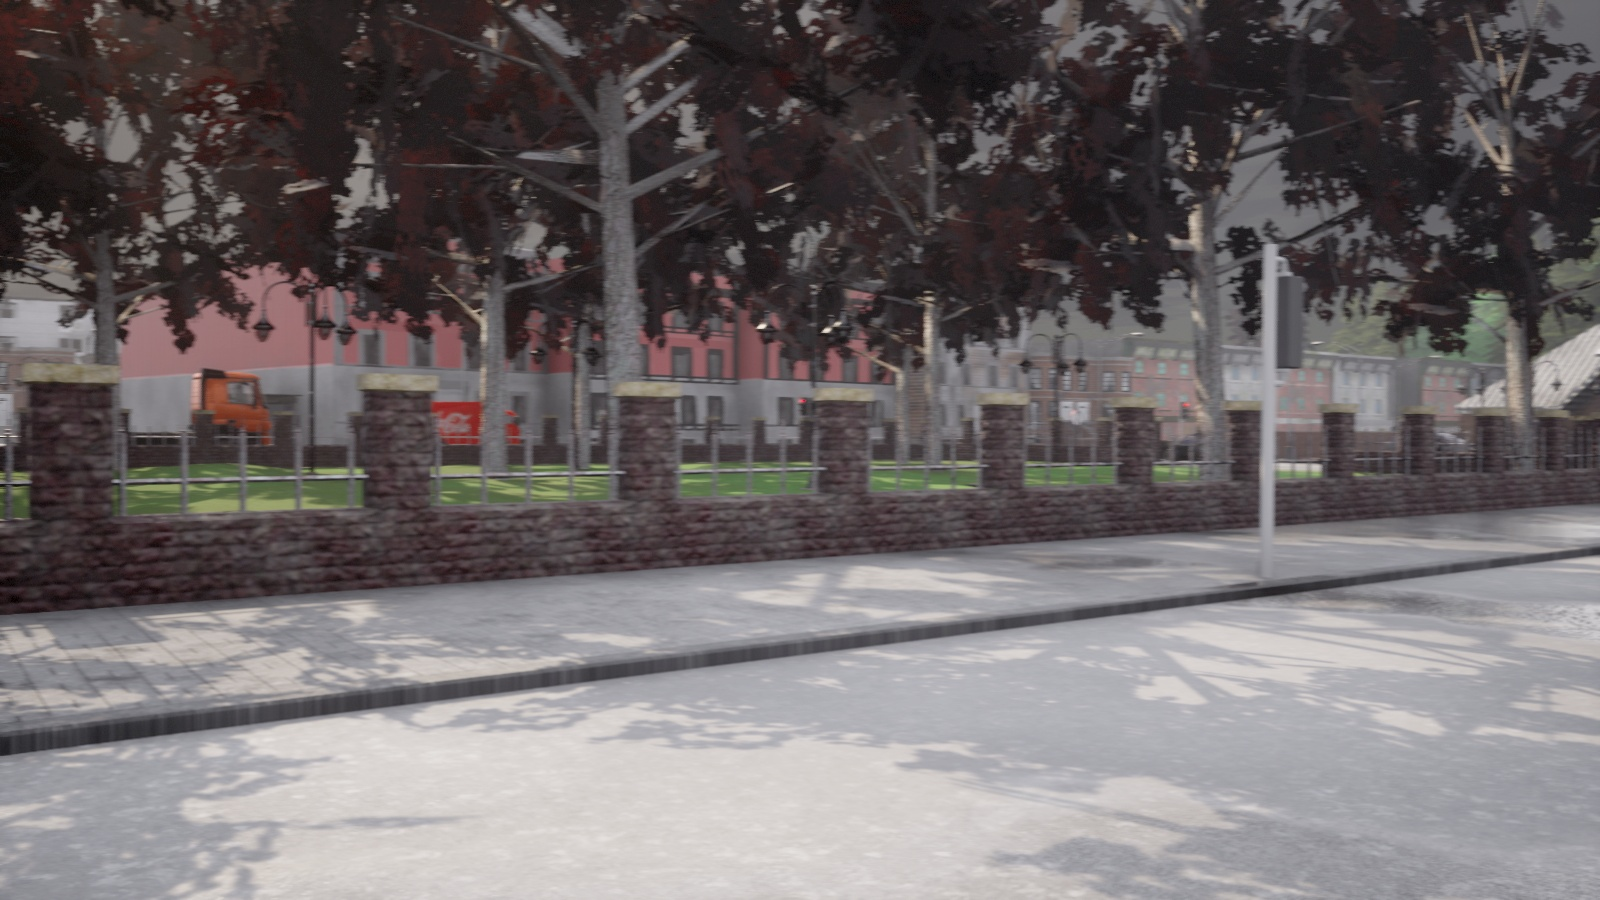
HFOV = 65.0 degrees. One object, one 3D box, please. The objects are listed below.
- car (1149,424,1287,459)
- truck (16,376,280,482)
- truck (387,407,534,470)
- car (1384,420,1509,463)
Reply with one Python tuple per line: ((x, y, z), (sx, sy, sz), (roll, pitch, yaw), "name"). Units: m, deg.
((17.818, -0.369, 53.806), (2.033, 1.411, 5.357), (-1, 1, -38), "car")
((-23.116, -0.774, 44.746), (7.936, 3.462, 2.891), (-1, 1, -36), "truck")
((-13.880, -0.502, 51.459), (5.204, 2.467, 2.627), (-1, 1, -36), "truck")
((23.588, -0.330, 45.883), (1.845, 1.501, 3.633), (-1, 1, -37), "car")
